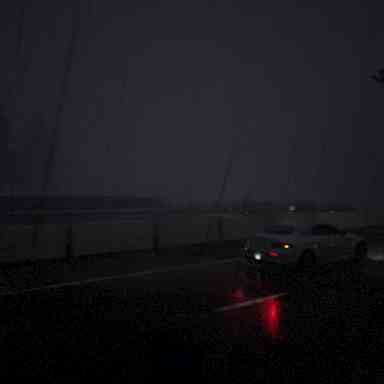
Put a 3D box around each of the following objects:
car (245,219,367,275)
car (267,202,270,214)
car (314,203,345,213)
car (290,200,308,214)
[{"bbox_3d":[3.749,1.599,10.722,4.674,1.442,1.812,0,0,-35],"label":"car"},{"bbox_3d":[7.741,1.755,35.270,5.357,1.411,2.033,1,0,-35],"label":"car"},{"bbox_3d":[13.208,1.758,30.565,4.674,1.442,1.812,1,0,-35],"label":"car"},{"bbox_3d":[10.452,1.572,32.899,4.553,1.767,2.097,1,0,-35],"label":"car"}]
